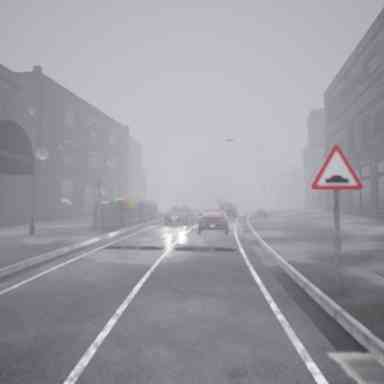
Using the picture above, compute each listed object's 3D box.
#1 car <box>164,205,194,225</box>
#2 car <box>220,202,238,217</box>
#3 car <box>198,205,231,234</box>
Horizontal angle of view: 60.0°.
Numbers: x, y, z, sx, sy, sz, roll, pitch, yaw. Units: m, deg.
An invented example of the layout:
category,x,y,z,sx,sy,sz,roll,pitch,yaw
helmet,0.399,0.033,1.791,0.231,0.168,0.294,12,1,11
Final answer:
category,x,y,z,sx,sy,sz,roll,pitch,yaw
car,-0.984,1.868,27.397,2.128,1.511,4.902,0,-1,8
car,4.146,1.905,38.603,2.097,1.767,4.553,0,-1,11
car,1.416,1.792,21.267,1.812,1.442,4.674,0,-1,6
